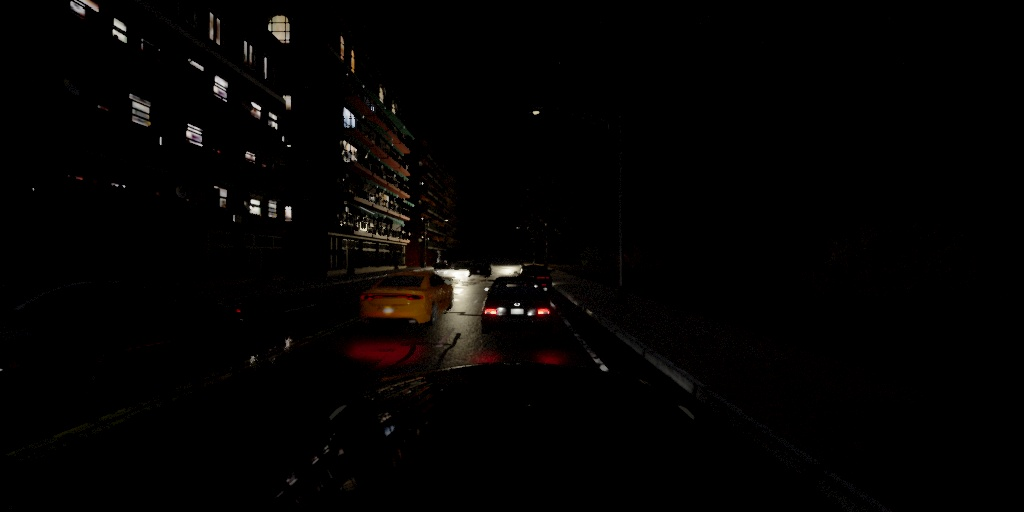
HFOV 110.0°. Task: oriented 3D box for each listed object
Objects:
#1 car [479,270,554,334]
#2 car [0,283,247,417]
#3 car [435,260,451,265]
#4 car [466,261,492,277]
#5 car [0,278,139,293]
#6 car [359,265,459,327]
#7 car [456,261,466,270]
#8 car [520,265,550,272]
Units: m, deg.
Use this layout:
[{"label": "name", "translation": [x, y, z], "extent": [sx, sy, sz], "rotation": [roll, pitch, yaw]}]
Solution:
[{"label": "car", "translation": [0.120, 1.299, 10.595], "extent": [2.033, 1.411, 5.357], "rotation": [0, 0, 0]}, {"label": "car", "translation": [-6.591, 1.314, 5.834], "extent": [1.994, 1.385, 4.181], "rotation": [0, 0, 0]}, {"label": "car", "translation": [-9.739, 1.314, 50.520], "extent": [1.994, 1.385, 4.181], "rotation": [0, 0, 0]}, {"label": "car", "translation": [-3.078, 1.229, 35.300], "extent": [1.882, 1.535, 5.008], "rotation": [0, 0, 0]}, {"label": "car", "translation": [-9.838, 1.242, 7.566], "extent": [2.128, 1.511, 4.902], "rotation": [0, 0, 0]}, {"label": "car", "translation": [-3.130, 1.229, 11.568], "extent": [1.882, 1.535, 5.008], "rotation": [0, 0, 0]}, {"label": "car", "translation": [-6.498, 1.352, 47.885], "extent": [1.895, 1.301, 4.718], "rotation": [0, 0, 0]}, {"label": "car", "translation": [1.177, 1.257, 20.283], "extent": [1.837, 1.490, 4.892], "rotation": [0, 0, 0]}]
